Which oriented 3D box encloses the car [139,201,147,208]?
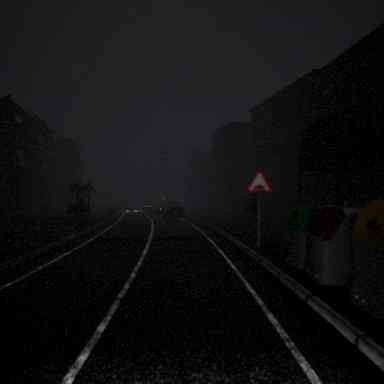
[{"bbox_3d":[-12.489,3.150,84.640,1.895,1.301,4.718,0,1,-11],"label":"car"}]

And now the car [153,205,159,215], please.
[{"bbox_3d":[-3.878,2.397,45.044,1.812,1.442,4.674,0,-3,-11],"label":"car"}]

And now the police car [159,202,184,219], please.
[{"bbox_3d":[-2.046,1.922,35.255,1.930,1.638,5.238,0,-2,-10],"label":"police car"}]

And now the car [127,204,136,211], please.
[{"bbox_3d":[-12.836,3.205,70.704,1.812,1.442,4.674,0,-1,-11],"label":"car"}]

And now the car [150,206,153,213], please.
[{"bbox_3d":[-5.023,2.665,50.940,1.812,1.442,4.674,0,-2,-11],"label":"car"}]

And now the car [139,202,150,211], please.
[{"bbox_3d":[-9.620,3.111,69.882,2.128,1.511,4.902,0,0,-11],"label":"car"}]
